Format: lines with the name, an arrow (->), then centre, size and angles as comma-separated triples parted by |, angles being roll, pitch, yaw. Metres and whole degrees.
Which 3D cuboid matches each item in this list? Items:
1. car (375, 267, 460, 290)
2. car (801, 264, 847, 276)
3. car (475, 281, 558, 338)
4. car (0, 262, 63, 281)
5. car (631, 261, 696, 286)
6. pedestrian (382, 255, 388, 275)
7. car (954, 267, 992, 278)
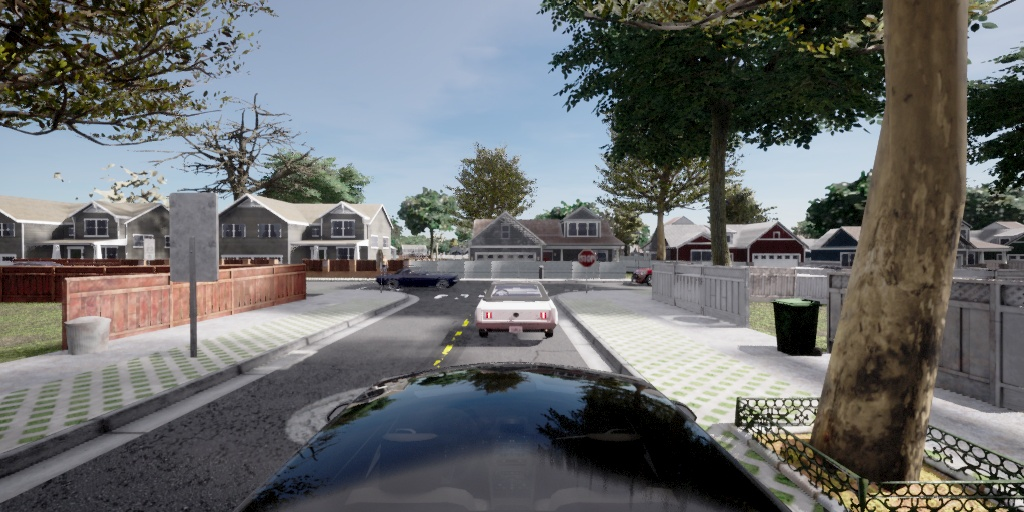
car -> -5.563, 1.342, 21.637 | 4.718, 1.301, 1.895 | 0, 1, -1
car -> 21.046, 1.313, 24.853 | 4.902, 1.511, 2.128 | 0, 1, 0
car -> 0.123, 1.349, 10.220 | 1.895, 1.301, 4.718 | 0, 0, 1
car -> -29.403, 1.215, 21.407 | 4.181, 1.385, 1.994 | 0, 1, 0
car -> 10.671, 1.133, 24.750 | 4.553, 1.767, 2.097 | 0, 1, -1
pedestrian -> -9.767, 0.809, 27.451 | 0.375, 1.860, 0.375 | 0, 0, -1
car -> 31.238, 1.460, 24.946 | 4.718, 1.301, 1.895 | 0, 1, 2
